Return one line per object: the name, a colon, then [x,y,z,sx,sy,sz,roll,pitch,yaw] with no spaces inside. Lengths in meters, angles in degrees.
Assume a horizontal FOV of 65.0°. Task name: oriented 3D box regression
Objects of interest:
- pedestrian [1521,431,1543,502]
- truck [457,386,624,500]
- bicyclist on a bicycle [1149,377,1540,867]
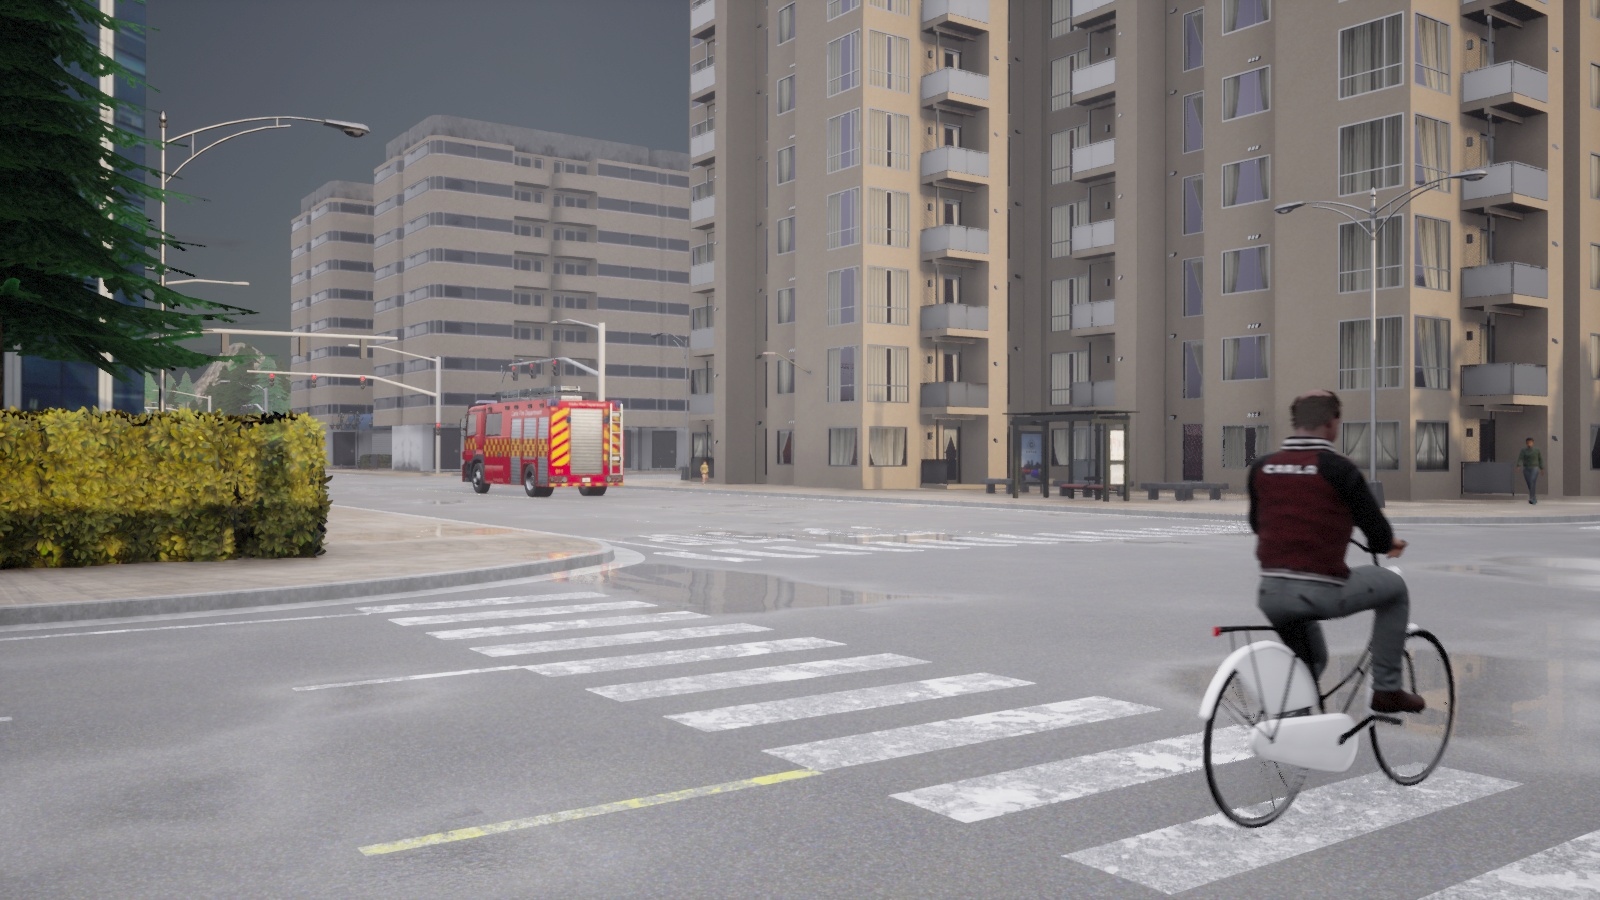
pedestrian: [19.204,0.439,32.946,0.353,1.847,0.614,0,0,44]
truck: [-9.774,-0.230,46.430,2.891,3.827,8.468,0,0,-35]
bicyclist on a bicycle: [2.359,0.624,5.351,1.843,1.776,0.659,0,0,-35]
